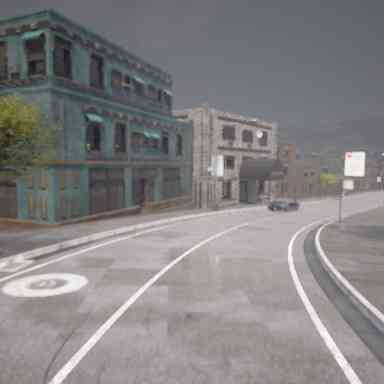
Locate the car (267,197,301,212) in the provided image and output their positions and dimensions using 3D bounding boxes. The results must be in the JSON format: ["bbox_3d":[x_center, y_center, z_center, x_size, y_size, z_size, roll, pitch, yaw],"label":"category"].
[{"bbox_3d":[9.656,1.243,34.531,2.033,1.411,5.357,4,3,36],"label":"car"}]
